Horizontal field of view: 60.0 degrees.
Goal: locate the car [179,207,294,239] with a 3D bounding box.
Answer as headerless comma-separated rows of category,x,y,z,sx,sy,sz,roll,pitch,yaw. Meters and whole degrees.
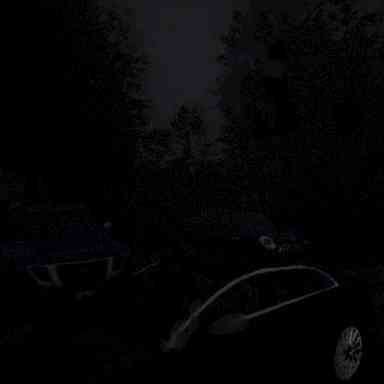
car,1.520,1.315,10.604,2.185,1.767,4.553,1,0,-36

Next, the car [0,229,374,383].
car,0.173,1.482,3.808,4.902,1.511,2.128,0,0,-36

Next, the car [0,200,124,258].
car,-3.203,1.222,7.272,2.435,2.045,5.566,0,0,-36
